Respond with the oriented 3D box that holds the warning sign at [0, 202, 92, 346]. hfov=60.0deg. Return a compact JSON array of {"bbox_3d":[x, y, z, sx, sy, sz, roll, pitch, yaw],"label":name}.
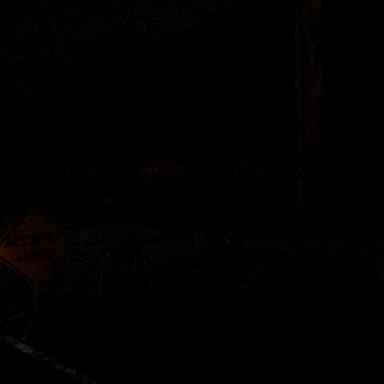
[{"bbox_3d":[-2.485,1.114,5.251,1.060,1.860,1.300,-1,0,35],"label":"warning sign"}]
